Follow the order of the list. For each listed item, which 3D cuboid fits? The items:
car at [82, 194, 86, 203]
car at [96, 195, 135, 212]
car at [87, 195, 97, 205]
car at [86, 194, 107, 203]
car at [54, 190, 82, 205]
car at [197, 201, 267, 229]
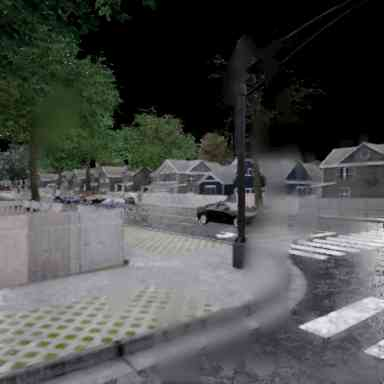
[{"bbox_3d":[-18.638,0.988,53.909,1.837,1.490,4.892,0,1,-37],"label":"car"},{"bbox_3d":[-7.728,1.304,33.916,1.812,1.442,4.674,0,1,-37],"label":"car"},{"bbox_3d":[-12.352,1.103,45.663,1.882,1.535,5.008,0,1,-37],"label":"car"},{"bbox_3d":[-16.064,1.082,55.894,1.895,1.301,4.718,0,1,-37],"label":"car"},{"bbox_3d":[-18.197,0.770,47.934,2.150,2.045,5.566,0,1,-37],"label":"car"},{"bbox_3d":[2.338,1.311,20.585,1.882,1.535,5.008,0,0,-37],"label":"car"}]
